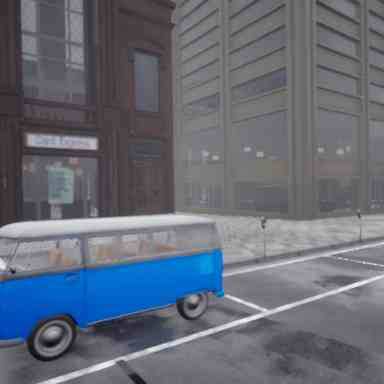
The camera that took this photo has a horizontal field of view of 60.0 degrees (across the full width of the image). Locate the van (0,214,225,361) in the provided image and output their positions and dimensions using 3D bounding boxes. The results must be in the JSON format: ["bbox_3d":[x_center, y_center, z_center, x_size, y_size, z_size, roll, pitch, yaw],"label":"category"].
[{"bbox_3d":[-1.315,1.320,5.594,3.998,1.788,1.690,-1,0,-35],"label":"van"}]
